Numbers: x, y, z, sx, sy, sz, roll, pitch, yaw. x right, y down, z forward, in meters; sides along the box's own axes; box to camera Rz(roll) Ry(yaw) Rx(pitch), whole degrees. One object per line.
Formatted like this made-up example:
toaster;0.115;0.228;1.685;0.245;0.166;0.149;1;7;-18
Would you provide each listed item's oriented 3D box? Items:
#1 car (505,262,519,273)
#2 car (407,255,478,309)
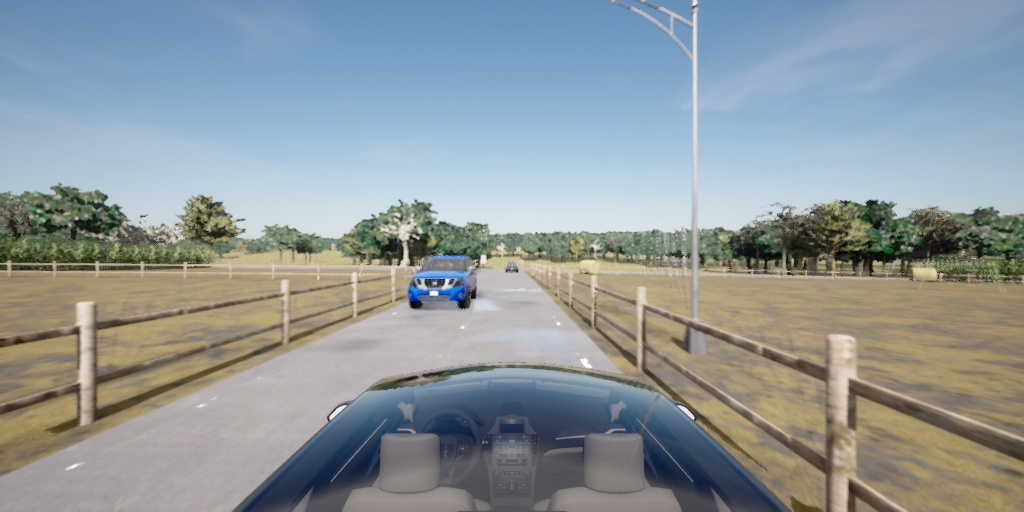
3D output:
car;0.008;1.803;53.795;1.994;1.385;4.181;0;-1;0
car;-2.751;0.983;15.448;2.150;2.045;5.566;0;0;0
